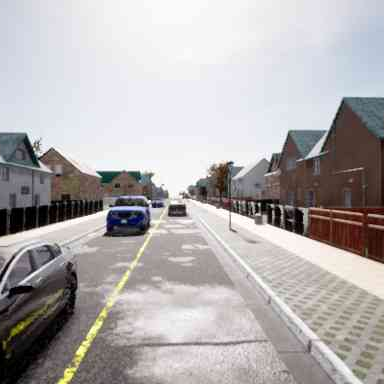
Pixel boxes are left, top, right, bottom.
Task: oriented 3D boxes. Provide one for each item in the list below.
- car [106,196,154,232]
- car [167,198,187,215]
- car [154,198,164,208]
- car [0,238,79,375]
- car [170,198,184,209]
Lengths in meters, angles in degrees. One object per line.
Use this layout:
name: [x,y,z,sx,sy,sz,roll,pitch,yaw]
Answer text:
car: [-3.806,1.269,20.709,2.150,2.045,5.566,0,-1,-3]
car: [-1.579,1.592,35.368,2.128,1.511,4.902,0,0,-3]
car: [-5.345,1.664,52.079,1.882,1.535,5.008,0,0,-3]
car: [-3.040,1.498,4.703,2.128,1.511,4.902,0,0,-4]
car: [-2.203,1.641,48.104,1.882,1.535,5.008,0,0,-3]
